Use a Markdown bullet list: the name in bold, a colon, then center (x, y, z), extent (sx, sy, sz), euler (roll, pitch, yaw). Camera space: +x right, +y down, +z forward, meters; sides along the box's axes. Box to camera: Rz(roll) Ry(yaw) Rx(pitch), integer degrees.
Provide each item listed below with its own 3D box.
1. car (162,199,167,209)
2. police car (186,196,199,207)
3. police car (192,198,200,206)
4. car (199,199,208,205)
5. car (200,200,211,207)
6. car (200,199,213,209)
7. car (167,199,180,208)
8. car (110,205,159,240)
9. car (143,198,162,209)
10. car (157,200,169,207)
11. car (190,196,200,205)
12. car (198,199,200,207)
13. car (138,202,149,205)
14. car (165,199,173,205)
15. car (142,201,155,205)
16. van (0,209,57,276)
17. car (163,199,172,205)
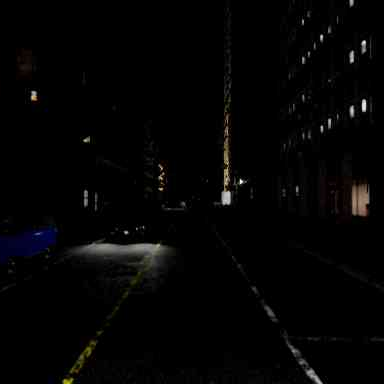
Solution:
- **car**: center (-5.724, 2.018, 55.541), extent (1.967, 1.590, 4.097), euler (0, -1, 0)
- **police car**: center (0.207, 2.120, 66.339), extent (1.930, 1.638, 5.238), euler (0, -1, -18)
- **police car**: center (0.854, 2.232, 76.462), extent (1.930, 1.638, 5.238), euler (0, -1, 0)
- **car**: center (2.643, 2.391, 78.138), extent (1.947, 1.339, 4.313), euler (0, -1, 0)
- **car**: center (2.649, 2.252, 66.842), extent (2.008, 1.369, 4.403), euler (0, -1, 0)
- **car**: center (2.656, 2.106, 55.715), extent (1.752, 1.417, 4.829), euler (0, -1, 0)
- **car**: center (-3.087, 2.095, 59.167), extent (1.882, 1.535, 5.008), euler (0, -1, 0)
- **car**: center (-3.112, 1.689, 18.148), extent (1.837, 1.490, 4.892), euler (0, -1, 0)
- **car**: center (-5.718, 1.772, 44.246), extent (2.192, 1.841, 5.009), euler (0, -1, 0)
- **car**: center (-5.731, 2.251, 66.836), extent (2.008, 1.369, 4.403), euler (0, -1, 0)
- **car**: center (0.621, 2.096, 82.379), extent (2.150, 2.045, 5.566), euler (0, -1, -4)
- **car**: center (2.653, 2.080, 61.194), extent (1.967, 1.590, 4.097), euler (0, -1, 0)
- **car**: center (-5.711, 1.918, 32.946), extent (1.802, 1.307, 4.206), euler (0, -1, 0)
- **car**: center (-5.742, 2.411, 83.612), extent (1.752, 1.417, 4.829), euler (0, -1, 0)
- **car**: center (-5.714, 1.979, 38.595), extent (1.802, 1.307, 4.206), euler (0, -1, 0)
- **van**: center (-5.697, 1.446, 10.356), extent (1.690, 1.788, 3.998), euler (0, -1, 0)
- **car**: center (-5.739, 2.390, 78.132), extent (1.947, 1.339, 4.313), euler (0, -1, 0)
